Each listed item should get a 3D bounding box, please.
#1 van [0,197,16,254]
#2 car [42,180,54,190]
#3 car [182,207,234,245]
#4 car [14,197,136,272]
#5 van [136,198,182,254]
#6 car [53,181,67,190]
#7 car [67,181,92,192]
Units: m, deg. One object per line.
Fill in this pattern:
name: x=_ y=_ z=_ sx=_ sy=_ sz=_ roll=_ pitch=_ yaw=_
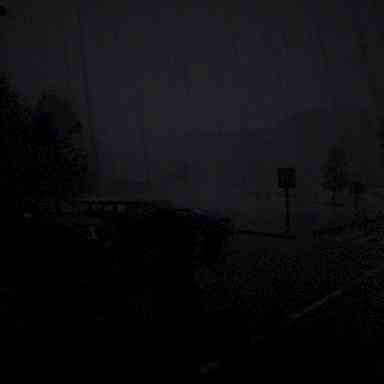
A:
van: x=-6.984 y=1.208 z=8.651 sx=4.442 sy=1.987 sz=1.878 roll=-1 pitch=-1 yaw=26
car: x=-23.791 y=-1.202 z=58.593 sx=2.002 sy=1.452 sz=4.674 roll=0 pitch=6 yaw=6
car: x=-0.623 y=1.417 z=14.951 sx=5.008 sy=1.535 sz=2.097 roll=-1 pitch=0 yaw=26
car: x=-4.908 y=1.177 z=10.776 sx=5.566 sy=2.045 sz=2.435 roll=-1 pitch=-1 yaw=26
van: x=-2.888 y=1.198 z=12.918 sx=4.442 sy=1.987 sz=1.878 roll=-1 pitch=0 yaw=26
car: x=-21.114 y=-1.101 z=57.337 sx=2.231 sy=1.521 sz=4.892 roll=1 pitch=6 yaw=6
car: x=-18.462 y=-0.923 z=56.018 sx=2.163 sy=1.488 sz=4.792 roll=1 pitch=6 yaw=6
